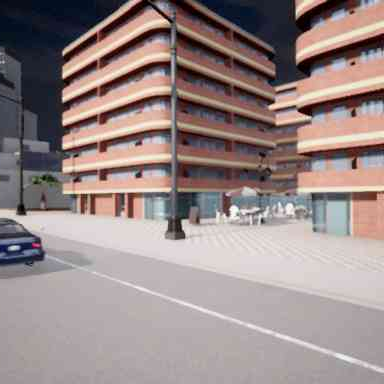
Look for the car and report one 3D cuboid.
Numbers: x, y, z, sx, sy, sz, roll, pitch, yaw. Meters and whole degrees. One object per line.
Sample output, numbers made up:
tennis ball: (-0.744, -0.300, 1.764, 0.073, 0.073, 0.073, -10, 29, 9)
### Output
car: (-6.540, 1.542, 10.692, 2.033, 1.411, 5.357, 0, 0, -45)
